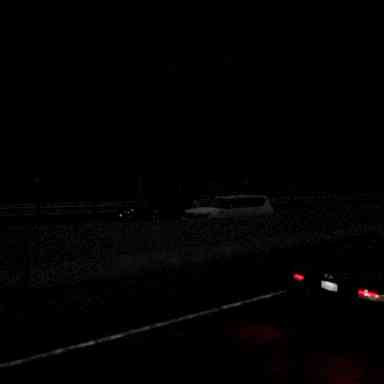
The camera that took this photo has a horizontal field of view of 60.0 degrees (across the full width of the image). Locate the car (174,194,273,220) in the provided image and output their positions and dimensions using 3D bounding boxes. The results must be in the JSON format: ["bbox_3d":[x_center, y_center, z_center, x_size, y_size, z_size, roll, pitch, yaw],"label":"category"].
[{"bbox_3d":[2.064,1.181,18.263,5.566,2.045,2.150,0,0,-35],"label":"car"}]

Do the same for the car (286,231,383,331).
[{"bbox_3d":[4.234,1.534,6.726,5.357,1.411,2.033,0,0,-35],"label":"car"}]

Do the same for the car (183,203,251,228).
[{"bbox_3d":[1.723,1.508,22.282,4.181,1.385,1.994,-1,0,-35],"label":"car"}]

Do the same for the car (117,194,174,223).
[{"bbox_3d":[-2.457,1.182,23.644,5.566,2.045,2.150,0,0,-35],"label":"car"}]
